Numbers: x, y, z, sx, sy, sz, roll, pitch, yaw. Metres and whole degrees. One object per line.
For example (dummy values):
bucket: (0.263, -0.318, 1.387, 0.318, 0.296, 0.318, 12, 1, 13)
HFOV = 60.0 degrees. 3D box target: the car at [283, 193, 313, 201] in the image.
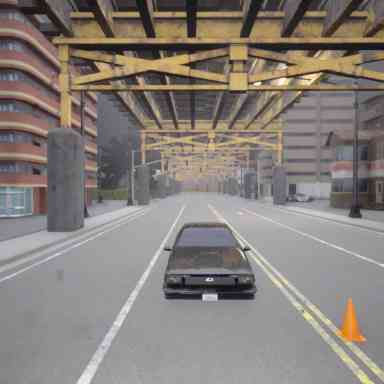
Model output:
car: (17.525, 0.847, 54.884, 4.536, 1.218, 1.853, 0, 1, -20)

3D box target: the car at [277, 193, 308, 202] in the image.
car: (17.825, 0.957, 59.025, 4.974, 1.542, 2.038, 0, 1, 25)

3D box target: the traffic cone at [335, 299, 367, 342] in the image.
traffic cone: (2.455, 1.949, 5.150, 0.340, 0.580, 0.340, 0, 0, 0)

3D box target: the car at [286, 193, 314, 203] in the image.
car: (17.476, 1.005, 54.868, 4.974, 1.542, 2.038, 0, 1, -20)

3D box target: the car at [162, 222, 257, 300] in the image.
car: (0.363, 1.533, 8.758, 2.033, 1.411, 5.357, 0, 0, 1)

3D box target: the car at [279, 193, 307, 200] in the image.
car: (17.873, 0.800, 59.001, 4.536, 1.218, 1.853, 0, 1, 25)
